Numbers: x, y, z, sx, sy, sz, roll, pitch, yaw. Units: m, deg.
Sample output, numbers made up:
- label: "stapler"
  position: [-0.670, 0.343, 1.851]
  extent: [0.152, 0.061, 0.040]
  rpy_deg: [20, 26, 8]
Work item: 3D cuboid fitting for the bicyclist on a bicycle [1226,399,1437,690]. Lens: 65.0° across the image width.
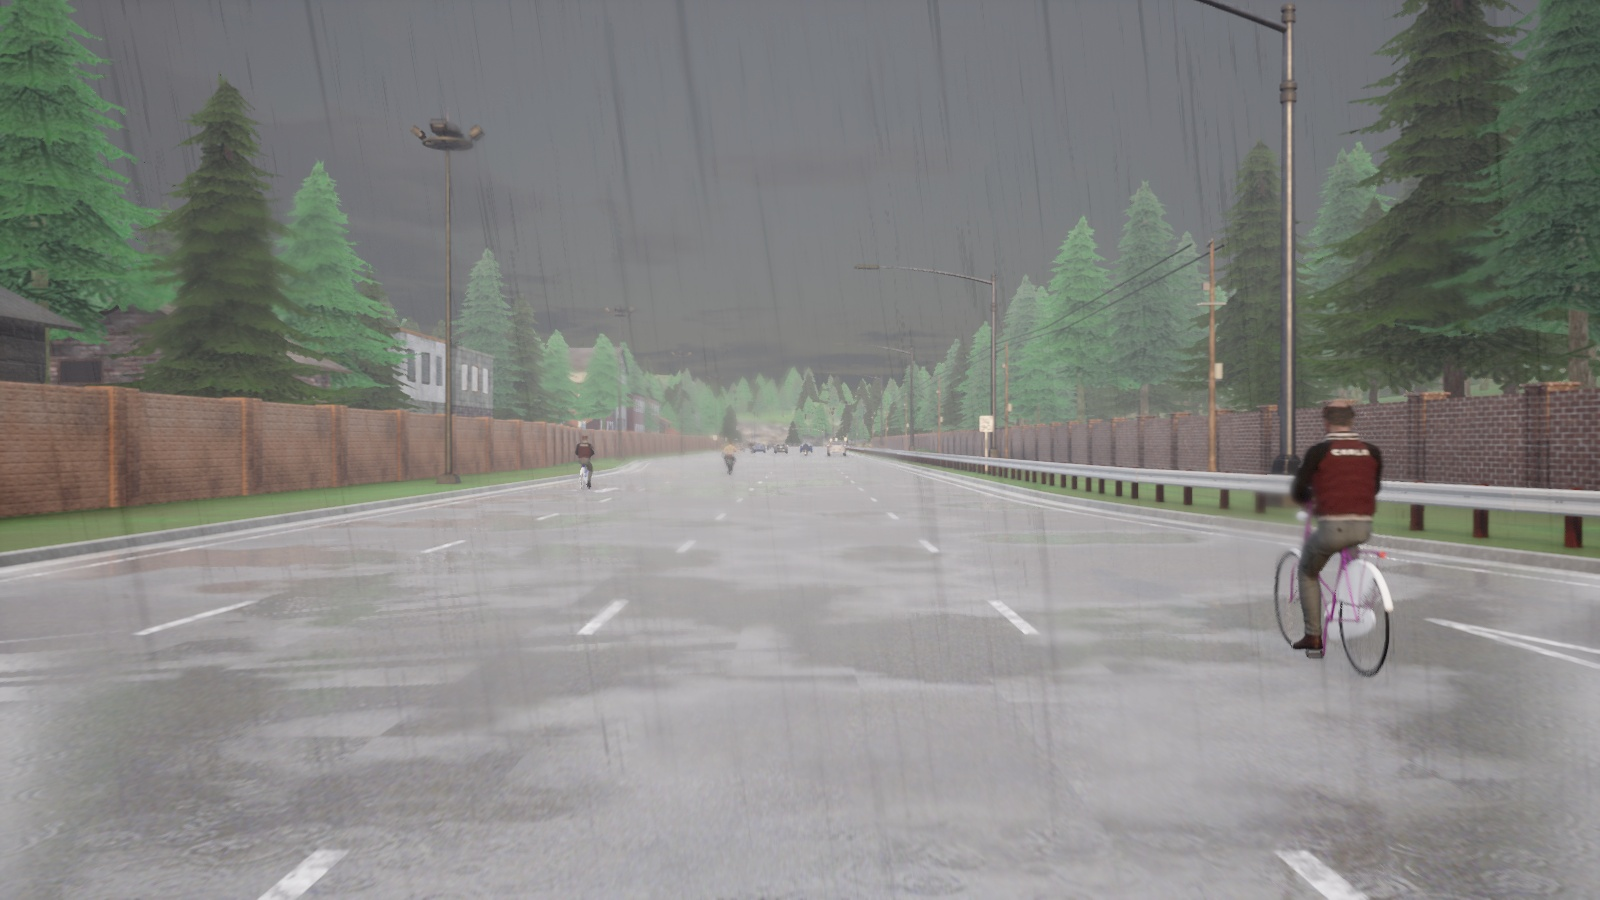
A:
- label: "bicyclist on a bicycle"
  position: [3.559, 0.571, 8.593]
  extent: [0.659, 1.776, 1.843]
  rpy_deg: [0, 0, 0]
